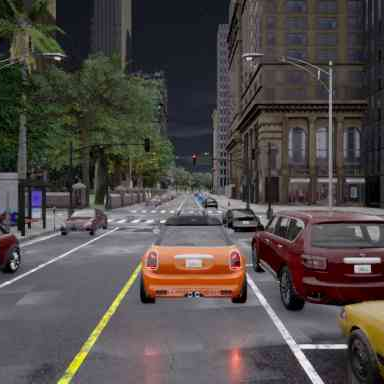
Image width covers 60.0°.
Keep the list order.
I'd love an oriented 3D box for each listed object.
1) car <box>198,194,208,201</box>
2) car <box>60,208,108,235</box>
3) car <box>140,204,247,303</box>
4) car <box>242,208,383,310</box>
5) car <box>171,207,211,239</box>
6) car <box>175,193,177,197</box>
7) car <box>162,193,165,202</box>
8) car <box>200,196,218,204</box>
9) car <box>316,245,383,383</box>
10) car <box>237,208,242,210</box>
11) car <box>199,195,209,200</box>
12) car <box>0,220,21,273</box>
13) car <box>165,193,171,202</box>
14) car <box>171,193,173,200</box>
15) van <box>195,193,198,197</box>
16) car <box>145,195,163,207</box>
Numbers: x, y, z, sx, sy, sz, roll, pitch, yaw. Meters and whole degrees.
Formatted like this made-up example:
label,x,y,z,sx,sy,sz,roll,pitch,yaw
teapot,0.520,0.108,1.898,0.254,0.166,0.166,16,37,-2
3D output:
label,x,y,z,sx,sy,sz,roll,pitch,yaw
car,2.469,1.492,56.016,1.752,1.417,4.829,0,0,0
car,-5.858,1.576,18.541,1.802,1.307,4.206,0,0,0
car,0.032,1.350,8.339,2.097,1.767,4.553,0,0,0
car,2.724,1.313,7.718,2.192,1.841,5.009,0,0,0
car,-0.031,1.595,18.158,1.895,1.301,4.718,0,0,0
car,-6.256,1.228,93.762,2.192,1.841,5.009,0,0,0
car,-6.055,1.407,55.820,1.967,1.590,4.097,0,0,0
car,2.528,1.542,45.005,1.947,1.339,4.313,0,0,0
car,2.752,1.525,2.463,1.752,1.417,4.829,0,0,0
car,2.667,1.560,18.569,1.947,1.339,4.313,0,0,0
car,2.499,1.538,50.425,1.947,1.339,4.313,0,0,0
car,-5.801,1.438,7.689,1.967,1.590,4.097,0,0,0
car,-6.141,1.388,72.081,1.967,1.590,4.097,0,0,0
car,-6.170,1.255,77.501,2.192,1.841,5.009,0,0,0
van,2.326,1.272,82.947,1.690,1.788,3.998,0,0,0
car,-6.026,1.523,50.400,2.008,1.369,4.403,0,0,0
